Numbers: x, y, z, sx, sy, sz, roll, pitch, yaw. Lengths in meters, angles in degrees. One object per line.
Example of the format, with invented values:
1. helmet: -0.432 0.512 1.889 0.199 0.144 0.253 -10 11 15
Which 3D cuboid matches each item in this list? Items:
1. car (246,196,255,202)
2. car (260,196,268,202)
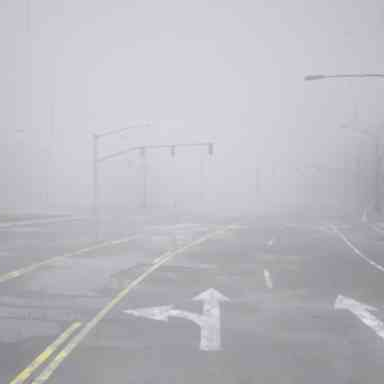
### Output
1. car: 15.101 1.745 86.074 1.882 1.535 5.008 0 0 19
2. car: 18.419 1.772 84.961 1.837 1.490 4.892 0 0 19
